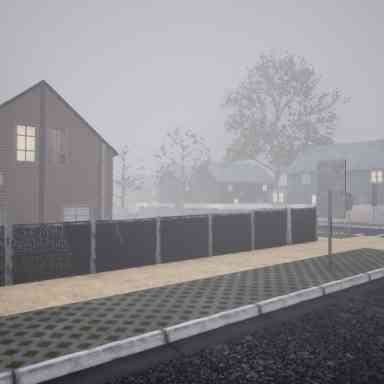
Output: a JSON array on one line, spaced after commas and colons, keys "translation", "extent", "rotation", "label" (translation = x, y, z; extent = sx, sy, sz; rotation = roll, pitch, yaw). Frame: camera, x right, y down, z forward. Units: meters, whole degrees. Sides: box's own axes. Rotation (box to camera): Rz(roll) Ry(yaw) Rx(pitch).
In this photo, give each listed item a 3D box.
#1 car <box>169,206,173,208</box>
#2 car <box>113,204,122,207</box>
[{"translation": [-2.677, 2.281, 36.376], "extent": [1.994, 1.385, 4.181], "rotation": [1, -2, -35], "label": "car"}, {"translation": [-11.073, 2.582, 48.336], "extent": [1.837, 1.490, 4.892], "rotation": [1, -2, -35], "label": "car"}]
